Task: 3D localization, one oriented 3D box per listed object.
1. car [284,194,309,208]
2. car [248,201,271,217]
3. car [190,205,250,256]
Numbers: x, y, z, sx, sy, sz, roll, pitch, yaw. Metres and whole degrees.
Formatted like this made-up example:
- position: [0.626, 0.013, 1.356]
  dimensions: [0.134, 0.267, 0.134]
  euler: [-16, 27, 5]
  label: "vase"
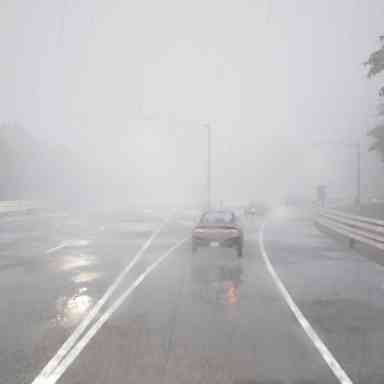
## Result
- position: [15.326, 1.274, 48.654]
  dimensions: [2.150, 2.045, 5.566]
  euler: [0, 0, 35]
  label: "car"
- position: [6.332, 1.594, 31.965]
  dimensions: [1.994, 1.385, 4.181]
  euler: [0, 0, 23]
  label: "car"
- position: [1.140, 1.501, 13.322]
  dimensions: [2.128, 1.511, 4.902]
  euler: [0, 0, 9]
  label: "car"
